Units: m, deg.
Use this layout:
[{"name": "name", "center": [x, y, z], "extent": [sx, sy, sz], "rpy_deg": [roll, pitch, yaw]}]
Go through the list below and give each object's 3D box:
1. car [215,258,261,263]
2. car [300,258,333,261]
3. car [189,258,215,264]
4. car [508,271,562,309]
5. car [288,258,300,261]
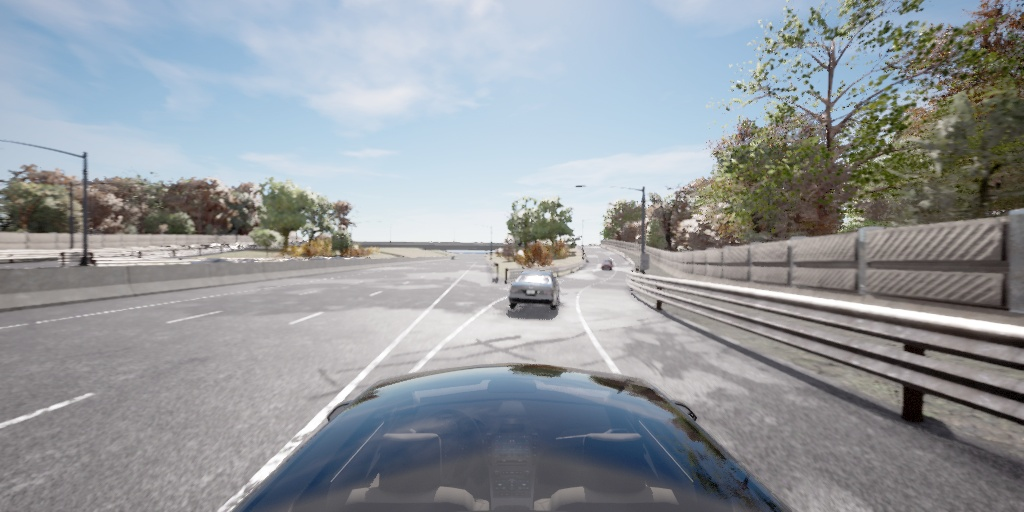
[{"name": "car", "center": [-27.919, 1.038, 37.702], "extent": [2.033, 1.411, 5.357], "rpy_deg": [1, 0, -4]}, {"name": "car", "center": [-29.166, 0.991, 53.653], "extent": [1.837, 1.490, 4.892], "rpy_deg": [1, 0, -4]}, {"name": "car", "center": [-31.411, 0.936, 37.521], "extent": [1.882, 1.535, 5.008], "rpy_deg": [1, 0, -4]}, {"name": "car", "center": [1.075, 1.358, 15.271], "extent": [2.033, 1.411, 5.357], "rpy_deg": [2, 0, 9]}, {"name": "car", "center": [-32.700, 1.018, 54.149], "extent": [1.994, 1.385, 4.181], "rpy_deg": [1, 0, -4]}]
